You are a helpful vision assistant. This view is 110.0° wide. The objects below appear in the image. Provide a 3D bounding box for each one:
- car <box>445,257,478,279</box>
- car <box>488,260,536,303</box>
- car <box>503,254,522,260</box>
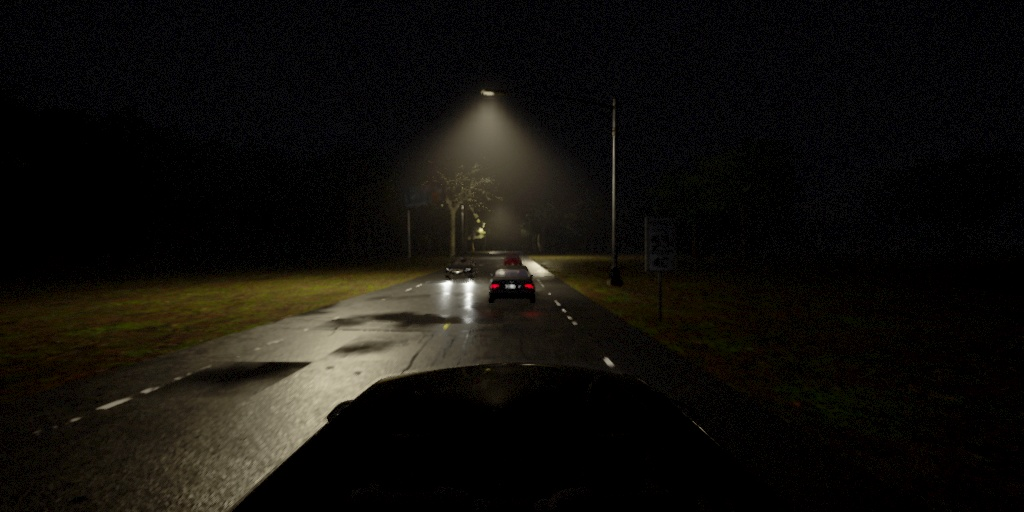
[{"bbox_3d":[-3.542,0.812,25.846,1.837,1.490,4.892,0,1,0],"label":"car"},{"bbox_3d":[0.028,1.076,15.209,2.033,1.411,5.357,0,1,1],"label":"car"},{"bbox_3d":[0.074,0.505,38.425,1.812,1.442,4.674,0,2,0],"label":"car"}]
